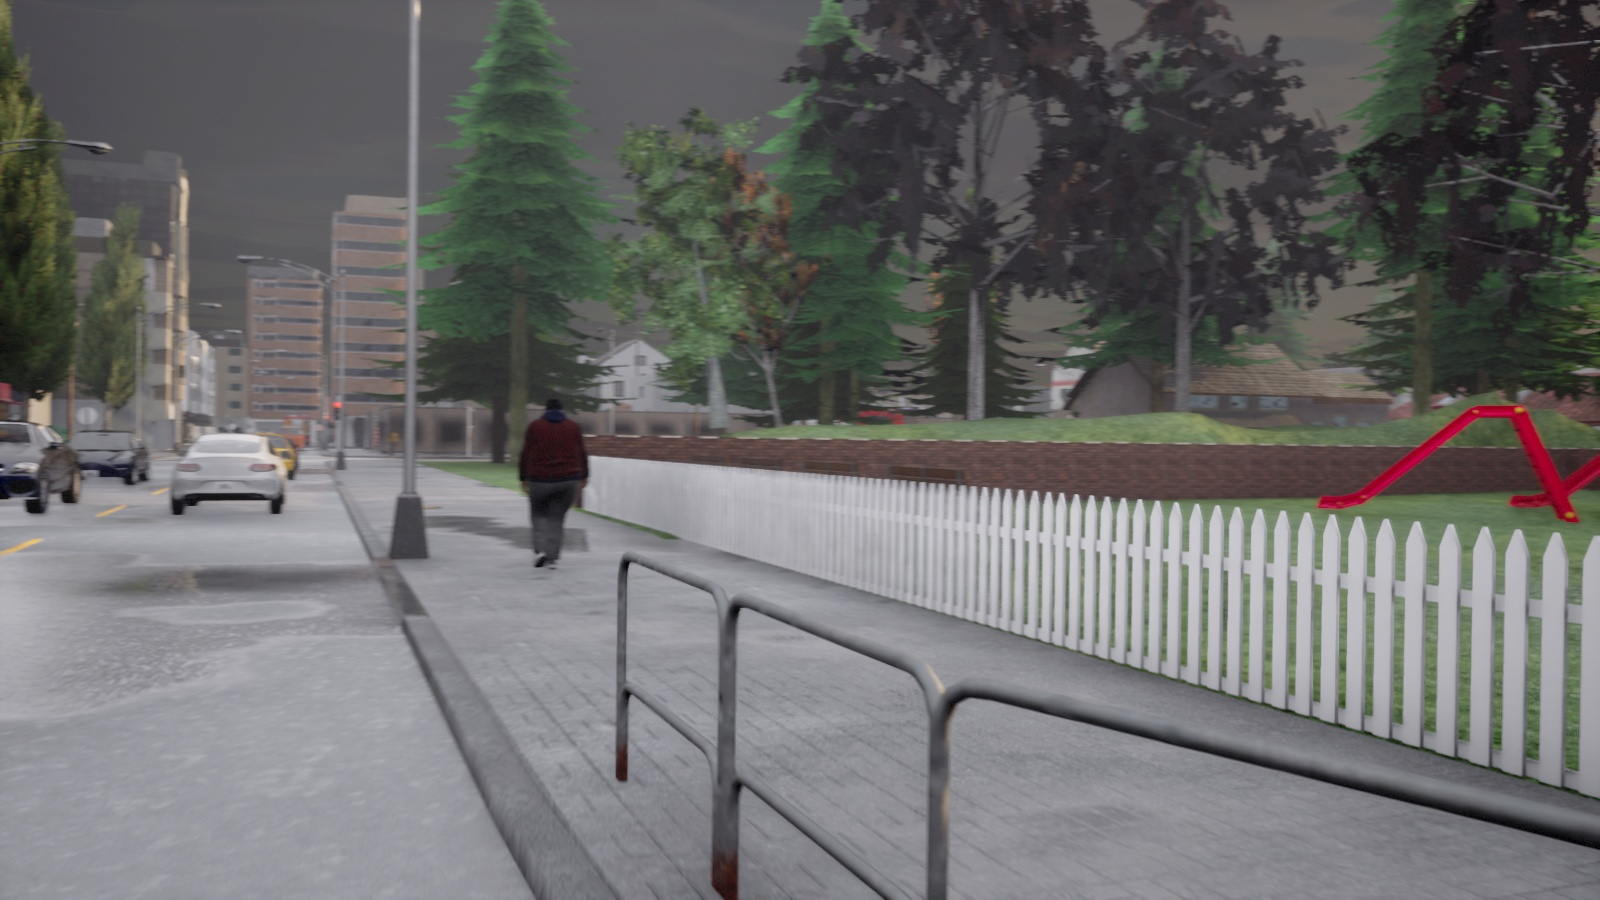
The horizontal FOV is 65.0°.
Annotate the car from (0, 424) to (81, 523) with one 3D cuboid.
[{"bbox_3d":[-14.897,0.385,23.126,2.152,1.651,5.027,-1,1,-22],"label":"car"}]

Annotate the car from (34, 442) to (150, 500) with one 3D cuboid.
[{"bbox_3d":[-19.534,0.527,34.875,2.163,1.488,4.792,-1,1,-22],"label":"car"}]

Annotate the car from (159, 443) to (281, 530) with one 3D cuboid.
[{"bbox_3d":[-10.790,0.607,23.622,1.812,1.442,4.674,-1,1,-22],"label":"car"}]

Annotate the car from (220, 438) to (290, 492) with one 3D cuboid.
[{"bbox_3d":[-17.037,0.413,39.443,1.801,1.575,5.366,0,1,-21],"label":"car"}]

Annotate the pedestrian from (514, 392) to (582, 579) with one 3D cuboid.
[{"bbox_3d":[-2.587,0.343,12.848,0.634,1.844,0.899,0,1,-14],"label":"pedestrian"}]

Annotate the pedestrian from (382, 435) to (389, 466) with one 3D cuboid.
[{"bbox_3d":[-24.706,-0.001,74.857,0.370,1.835,0.726,-1,1,-22],"label":"pedestrian"}]

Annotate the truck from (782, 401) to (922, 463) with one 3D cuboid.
[{"bbox_3d":[3.353,-1.156,79.959,8.468,3.827,2.891,-1,1,-23],"label":"truck"}]
